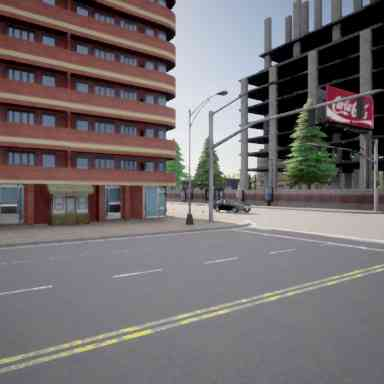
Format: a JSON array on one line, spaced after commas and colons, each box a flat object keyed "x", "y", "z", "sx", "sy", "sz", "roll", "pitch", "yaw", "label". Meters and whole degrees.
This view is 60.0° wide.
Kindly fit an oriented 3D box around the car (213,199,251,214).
[{"x": 4.230, "y": 1.491, "z": 35.918, "sx": 2.128, "sy": 1.511, "sz": 4.902, "roll": 0, "pitch": 0, "yaw": -35, "label": "car"}]
